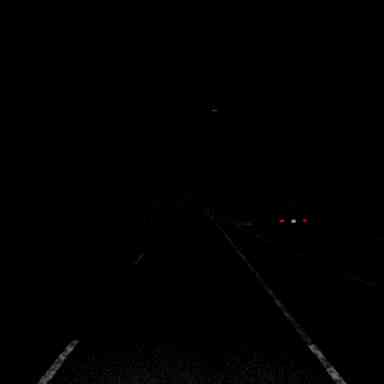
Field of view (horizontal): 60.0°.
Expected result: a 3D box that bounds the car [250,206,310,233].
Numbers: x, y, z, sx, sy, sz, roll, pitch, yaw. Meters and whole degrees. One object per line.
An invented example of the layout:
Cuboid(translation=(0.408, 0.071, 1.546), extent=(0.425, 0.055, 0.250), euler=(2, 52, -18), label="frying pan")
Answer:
Cuboid(translation=(4.871, 1.512, 19.176), extent=(2.033, 1.411, 5.357), euler=(0, 0, -5), label="car")
